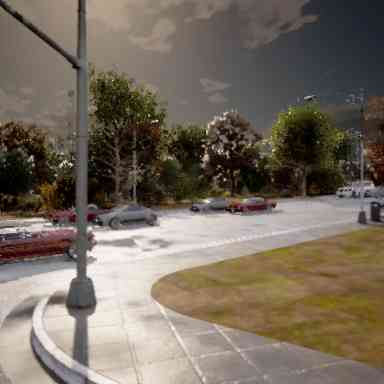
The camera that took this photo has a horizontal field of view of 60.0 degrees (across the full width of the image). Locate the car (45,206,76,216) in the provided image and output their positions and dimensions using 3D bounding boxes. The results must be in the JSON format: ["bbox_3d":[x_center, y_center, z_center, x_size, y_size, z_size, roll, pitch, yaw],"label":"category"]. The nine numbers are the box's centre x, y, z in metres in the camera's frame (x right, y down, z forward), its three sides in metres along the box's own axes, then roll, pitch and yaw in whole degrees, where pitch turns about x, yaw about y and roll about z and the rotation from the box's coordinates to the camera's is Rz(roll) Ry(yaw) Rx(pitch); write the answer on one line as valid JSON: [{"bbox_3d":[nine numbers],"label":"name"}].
[{"bbox_3d":[-7.714,1.567,23.164,4.718,1.301,1.895,-1,1,-42],"label":"car"}]

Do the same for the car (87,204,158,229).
[{"bbox_3d":[-4.302,1.511,21.495,4.181,1.385,1.994,-1,1,-41],"label":"car"}]

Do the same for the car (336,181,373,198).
[{"bbox_3d":[21.140,-0.326,42.865,5.566,2.045,2.150,-3,1,-26],"label":"car"}]

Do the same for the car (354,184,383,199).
[{"bbox_3d":[21.681,0.082,39.211,4.181,1.385,1.994,-4,2,-27],"label":"car"}]

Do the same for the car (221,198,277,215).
[{"bbox_3d":[5.196,1.194,29.213,4.718,1.301,1.895,-3,2,-36],"label":"car"}]

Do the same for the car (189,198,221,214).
[{"bbox_3d":[1.804,1.221,30.997,4.181,1.385,1.994,-3,2,-36],"label":"car"}]

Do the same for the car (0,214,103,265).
[{"bbox_3d":[-5.518,1.622,10.620,1.895,1.301,4.718,0,0,45],"label":"car"}]
